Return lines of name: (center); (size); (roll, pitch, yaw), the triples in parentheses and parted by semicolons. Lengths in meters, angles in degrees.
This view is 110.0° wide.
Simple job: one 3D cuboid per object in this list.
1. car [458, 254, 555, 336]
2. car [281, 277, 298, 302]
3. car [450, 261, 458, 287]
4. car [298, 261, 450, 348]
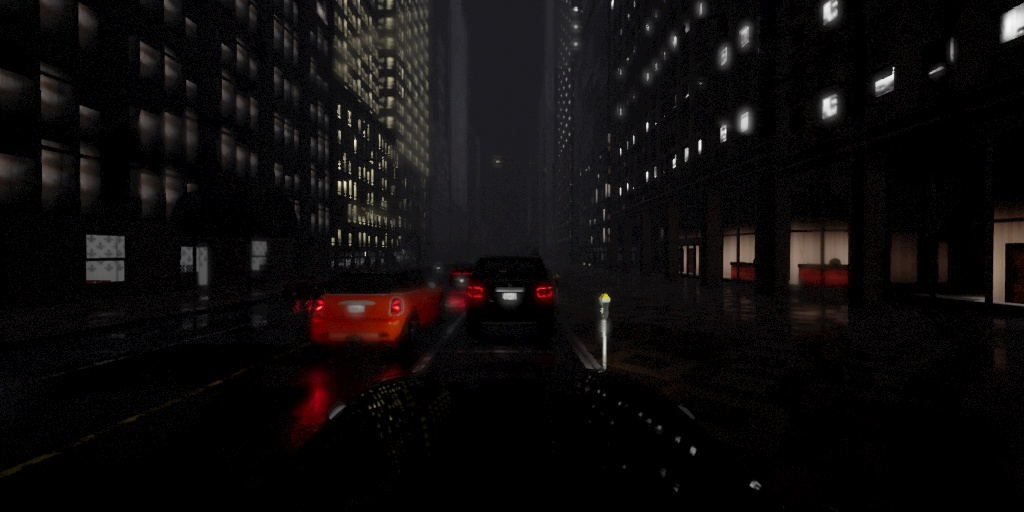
car: (-0.039, 0.976, 10.531); (2.150, 2.045, 5.566); (0, 0, 0)
car: (-8.837, 1.292, 16.839); (1.888, 1.381, 4.507); (0, 0, 0)
car: (-3.073, 1.251, 24.437); (1.837, 1.490, 4.892); (0, 0, 0)
car: (-3.147, 1.099, 9.390); (2.097, 1.767, 4.553); (0, 0, 0)
